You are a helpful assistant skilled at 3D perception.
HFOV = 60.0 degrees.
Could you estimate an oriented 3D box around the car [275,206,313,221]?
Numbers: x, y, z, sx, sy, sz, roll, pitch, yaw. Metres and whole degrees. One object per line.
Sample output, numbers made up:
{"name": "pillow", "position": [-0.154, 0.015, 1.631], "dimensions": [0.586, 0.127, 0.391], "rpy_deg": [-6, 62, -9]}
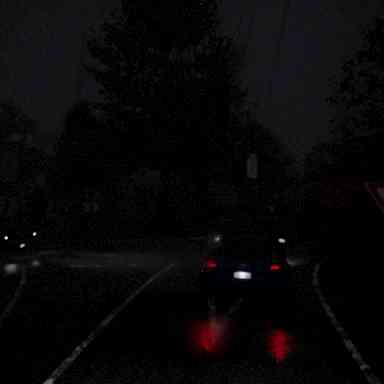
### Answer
{"name": "car", "position": [10.752, 2.216, 35.481], "dimensions": [1.882, 1.535, 5.008], "rpy_deg": [1, -2, -16]}

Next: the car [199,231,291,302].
{"name": "car", "position": [1.481, 1.698, 8.717], "dimensions": [1.994, 1.385, 4.181], "rpy_deg": [-1, -1, 13]}

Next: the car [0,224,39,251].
{"name": "car", "position": [-8.932, 1.856, 14.023], "dimensions": [4.718, 1.301, 1.895], "rpy_deg": [0, -1, 17]}

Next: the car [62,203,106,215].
{"name": "car", "position": [-14.172, 1.967, 43.905], "dimensions": [5.566, 2.045, 2.150], "rpy_deg": [1, -2, -33]}
